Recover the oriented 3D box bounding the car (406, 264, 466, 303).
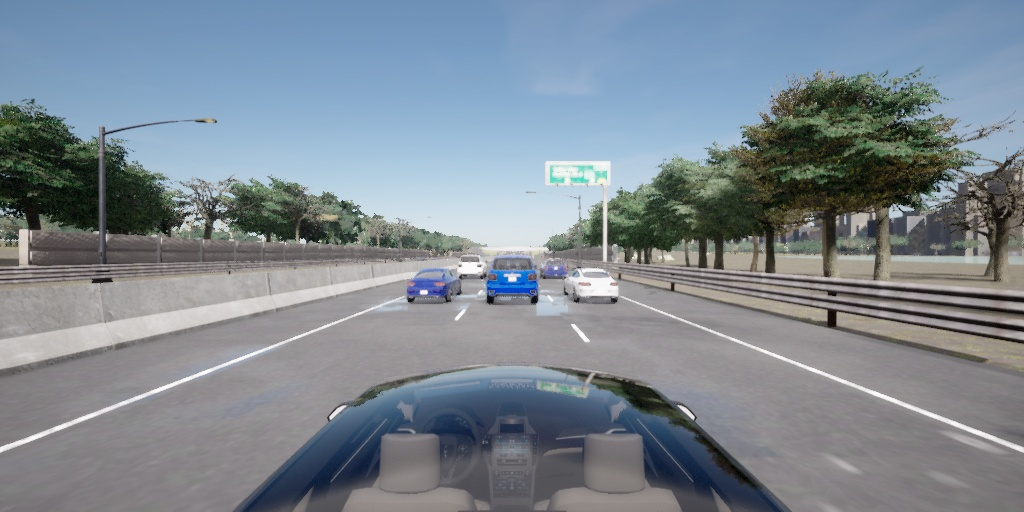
[{"bbox_3d":[-3.477,1.261,16.468,1.812,1.442,4.674,0,0,0],"label":"car"}]

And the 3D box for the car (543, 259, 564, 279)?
[{"bbox_3d":[3.591,1.049,31.378,2.097,1.767,4.553,0,0,0],"label":"car"}]

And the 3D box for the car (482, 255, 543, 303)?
[{"bbox_3d":[0.024,0.985,16.486,2.150,2.045,5.566,0,0,0],"label":"car"}]

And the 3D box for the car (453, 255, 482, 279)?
[{"bbox_3d":[-3.408,0.940,31.480,2.150,2.045,5.566,0,0,0],"label":"car"}]

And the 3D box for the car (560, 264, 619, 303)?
[{"bbox_3d":[3.524,1.261,16.447,1.812,1.442,4.674,0,0,0],"label":"car"}]
